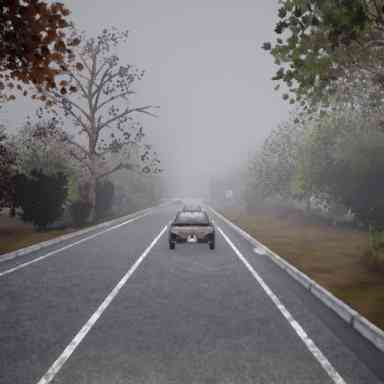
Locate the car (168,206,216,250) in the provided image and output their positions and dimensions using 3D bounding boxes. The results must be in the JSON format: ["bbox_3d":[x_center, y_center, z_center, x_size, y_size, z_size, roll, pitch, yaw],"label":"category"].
[{"bbox_3d":[0.001,1.571,14.656,2.128,1.511,4.902,0,0,0],"label":"car"}]

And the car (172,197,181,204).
[{"bbox_3d":[-3.499,1.933,75.985,1.882,1.535,5.008,0,0,0],"label":"car"}]

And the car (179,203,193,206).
[{"bbox_3d":[0.001,1.846,29.684,1.895,1.301,4.718,0,-1,0],"label":"car"}]
